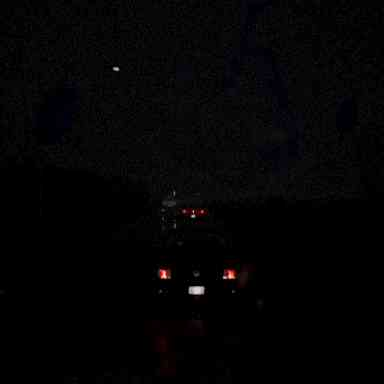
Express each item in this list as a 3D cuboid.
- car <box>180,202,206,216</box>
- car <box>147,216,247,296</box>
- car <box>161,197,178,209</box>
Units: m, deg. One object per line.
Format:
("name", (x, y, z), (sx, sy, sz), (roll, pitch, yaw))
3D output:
("car", (0.096, 1.415, 25.909), (1.895, 1.301, 4.718), (0, 0, 0))
("car", (0.101, 1.535, 8.437), (1.895, 1.301, 4.718), (0, 0, 0))
("car", (-2.789, 1.325, 42.234), (1.812, 1.442, 4.674), (0, 0, 0))
